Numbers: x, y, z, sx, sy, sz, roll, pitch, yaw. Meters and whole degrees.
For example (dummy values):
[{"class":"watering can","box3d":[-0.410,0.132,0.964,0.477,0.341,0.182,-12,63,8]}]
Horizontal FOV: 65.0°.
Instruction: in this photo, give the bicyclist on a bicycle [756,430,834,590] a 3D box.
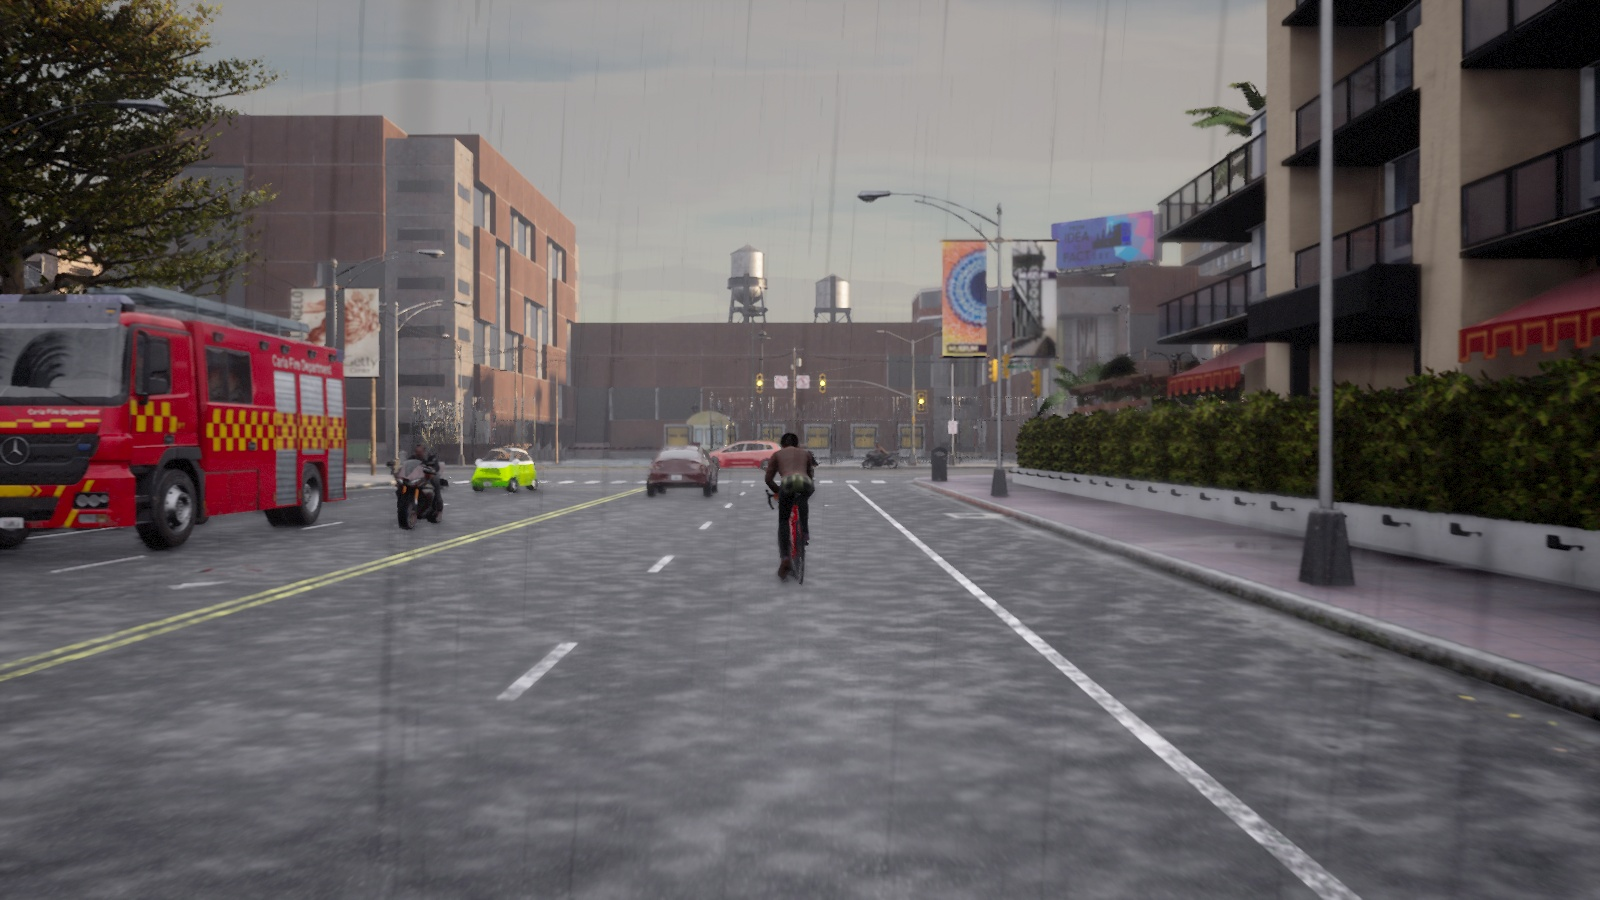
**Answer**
[{"class":"bicyclist on a bicycle","box3d":[-0.077,0.628,13.662,0.582,1.620,1.656,-1,-1,-9]}]

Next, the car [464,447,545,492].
[{"class":"car","box3d":[-9.193,0.587,39.173,1.481,1.376,2.207,0,0,19]}]

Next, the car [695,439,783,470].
[{"class":"car","box3d":[-3.247,0.231,67.572,4.611,1.667,2.242,0,0,0]}]

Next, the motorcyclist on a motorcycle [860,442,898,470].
[{"class":"motorcyclist on a motorcycle","box3d":[4.474,0.353,71.122,2.044,1.523,0.797,-1,1,-1]}]

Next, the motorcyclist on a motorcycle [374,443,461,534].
[{"class":"motorcyclist on a motorcycle","box3d":[-6.864,0.657,22.644,0.866,1.530,2.191,0,1,1]}]

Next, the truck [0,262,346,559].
[{"class":"truck","box3d":[-10.352,-0.533,20.399,2.891,3.827,8.468,0,0,0]}]

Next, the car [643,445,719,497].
[{"class":"car","box3d":[-3.439,0.574,37.068,1.812,1.442,4.674,0,0,0]}]
